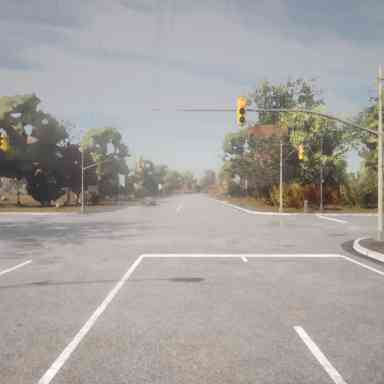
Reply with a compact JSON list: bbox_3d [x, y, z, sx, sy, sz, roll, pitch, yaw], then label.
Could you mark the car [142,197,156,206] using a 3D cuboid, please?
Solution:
[{"bbox_3d":[-7.000,1.516,54.455,1.812,1.442,4.674,0,0,0],"label":"car"}]
